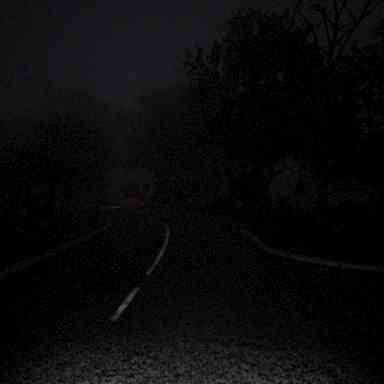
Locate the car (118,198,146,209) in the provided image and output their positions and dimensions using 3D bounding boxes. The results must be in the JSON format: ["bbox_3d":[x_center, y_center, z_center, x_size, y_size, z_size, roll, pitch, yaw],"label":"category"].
[{"bbox_3d":[-8.212,1.494,45.279,1.882,1.535,5.008,1,0,-42],"label":"car"}]
